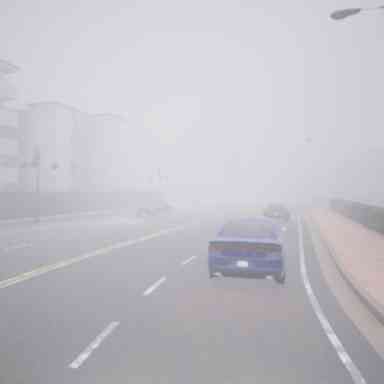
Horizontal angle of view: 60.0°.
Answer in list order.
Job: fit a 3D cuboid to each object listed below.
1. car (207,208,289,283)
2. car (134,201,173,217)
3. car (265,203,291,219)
[{"bbox_3d":[1.747,1.455,9.832,1.882,1.535,5.008,0,0,14],"label":"car"},{"bbox_3d":[-3.356,1.462,29.567,1.895,1.301,4.718,1,0,17],"label":"car"},{"bbox_3d":[6.685,1.525,26.124,1.994,1.385,4.181,1,0,17],"label":"car"}]
